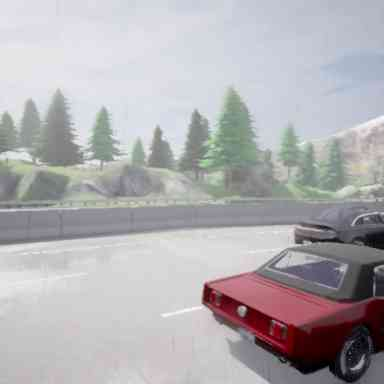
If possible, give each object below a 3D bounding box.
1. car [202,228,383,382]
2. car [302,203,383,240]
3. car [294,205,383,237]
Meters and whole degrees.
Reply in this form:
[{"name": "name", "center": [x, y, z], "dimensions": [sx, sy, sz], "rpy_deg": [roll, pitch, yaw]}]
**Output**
[{"name": "car", "center": [2.605, 1.508, 5.248], "dimensions": [4.718, 1.301, 1.895], "rpy_deg": [0, 1, -30]}, {"name": "car", "center": [7.525, 1.298, 15.611], "dimensions": [4.181, 1.385, 1.994], "rpy_deg": [0, 1, -23]}, {"name": "car", "center": [5.622, 1.305, 10.942], "dimensions": [4.902, 1.511, 2.128], "rpy_deg": [0, 1, -26]}]
